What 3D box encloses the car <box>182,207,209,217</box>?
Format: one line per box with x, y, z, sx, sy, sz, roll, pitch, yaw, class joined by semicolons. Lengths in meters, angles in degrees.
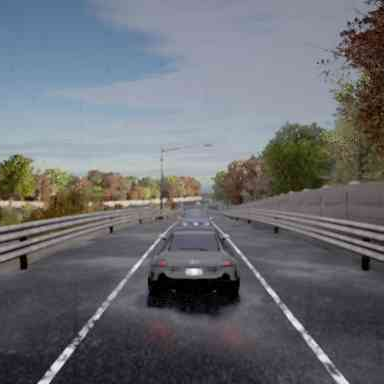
0.205;1.770;19.419;2.033;1.411;5.357;0;-2;0;car

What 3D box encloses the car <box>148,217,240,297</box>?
0.053;1.577;8.628;1.994;1.385;4.181;0;-1;0;car

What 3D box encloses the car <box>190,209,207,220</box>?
0.969;3.105;45.822;2.033;1.411;5.357;0;-3;3;car

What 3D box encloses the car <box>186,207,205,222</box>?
0.454;2.459;36.272;1.882;1.535;5.008;0;-3;2;car

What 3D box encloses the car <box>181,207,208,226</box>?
0.250;2.100;29.369;2.128;1.511;4.902;0;-3;1;car
